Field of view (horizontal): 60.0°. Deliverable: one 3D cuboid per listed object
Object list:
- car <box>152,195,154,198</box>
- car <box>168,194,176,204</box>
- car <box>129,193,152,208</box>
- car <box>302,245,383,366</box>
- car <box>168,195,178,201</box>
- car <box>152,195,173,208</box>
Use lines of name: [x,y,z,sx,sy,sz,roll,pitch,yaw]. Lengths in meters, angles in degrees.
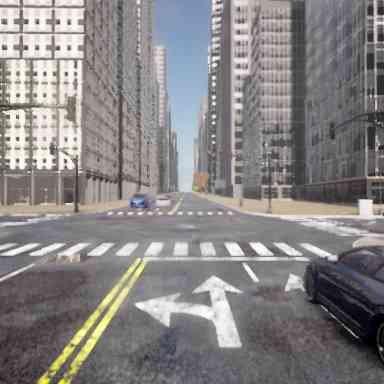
car: [-7.421,1.383,61.812,2.128,1.511,4.902,0,1,0]
car: [-4.169,1.248,61.272,2.097,1.767,4.553,0,0,0]
car: [-7.197,1.148,46.028,2.150,2.045,5.566,0,0,-1]
car: [3.348,1.558,5.483,1.994,1.385,4.181,0,0,0]
car: [-4.395,1.380,76.571,2.033,1.411,5.357,0,0,-1]
car: [-3.941,1.454,45.647,1.812,1.442,4.674,0,0,-1]
